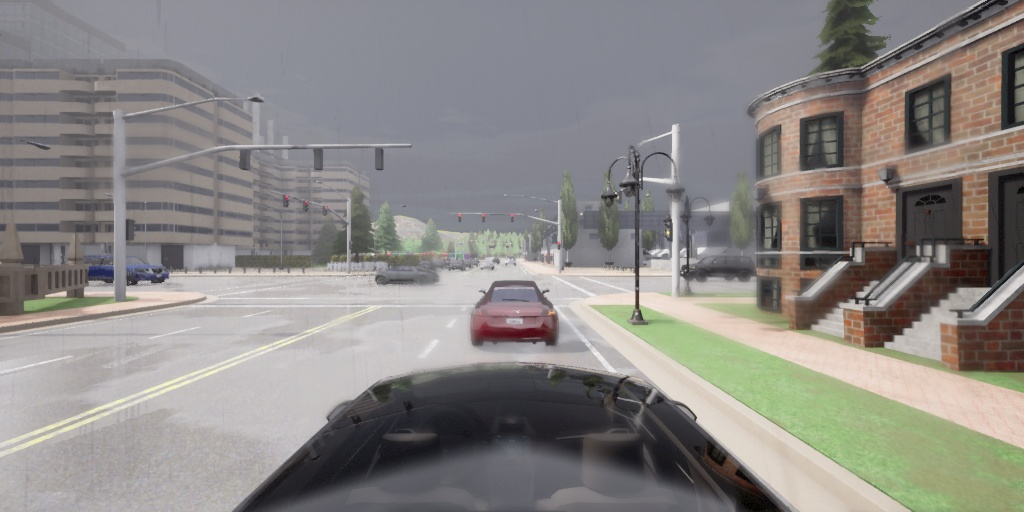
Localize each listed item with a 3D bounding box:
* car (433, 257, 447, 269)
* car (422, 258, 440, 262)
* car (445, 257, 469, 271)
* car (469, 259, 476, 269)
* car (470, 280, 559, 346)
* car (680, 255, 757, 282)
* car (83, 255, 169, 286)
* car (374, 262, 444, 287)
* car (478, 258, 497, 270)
[{"bbox_3d":[-10.797,1.255,53.728,1.837,1.490,4.892,0,0,0],"label":"car"},{"bbox_3d":[-10.766,1.314,45.074,1.994,1.385,4.181,0,0,0],"label":"car"},{"bbox_3d":[-7.272,1.255,48.128,1.837,1.490,4.892,0,0,0],"label":"car"},{"bbox_3d":[-7.304,1.255,57.491,1.837,1.490,4.892,0,0,0],"label":"car"},{"bbox_3d":[0.056,1.314,9.396,1.994,1.385,4.181,0,0,0],"label":"car"},{"bbox_3d":[16.085,0.971,28.106,5.566,2.045,2.150,0,0,-1],"label":"car"},{"bbox_3d":[-26.978,0.967,24.582,5.566,2.045,2.150,1,0,0],"label":"car"},{"bbox_3d":[-7.113,1.314,24.428,4.181,1.385,1.994,0,0,2],"label":"car"},{"bbox_3d":[-3.593,1.275,53.435,1.812,1.442,4.674,0,0,0],"label":"car"}]
